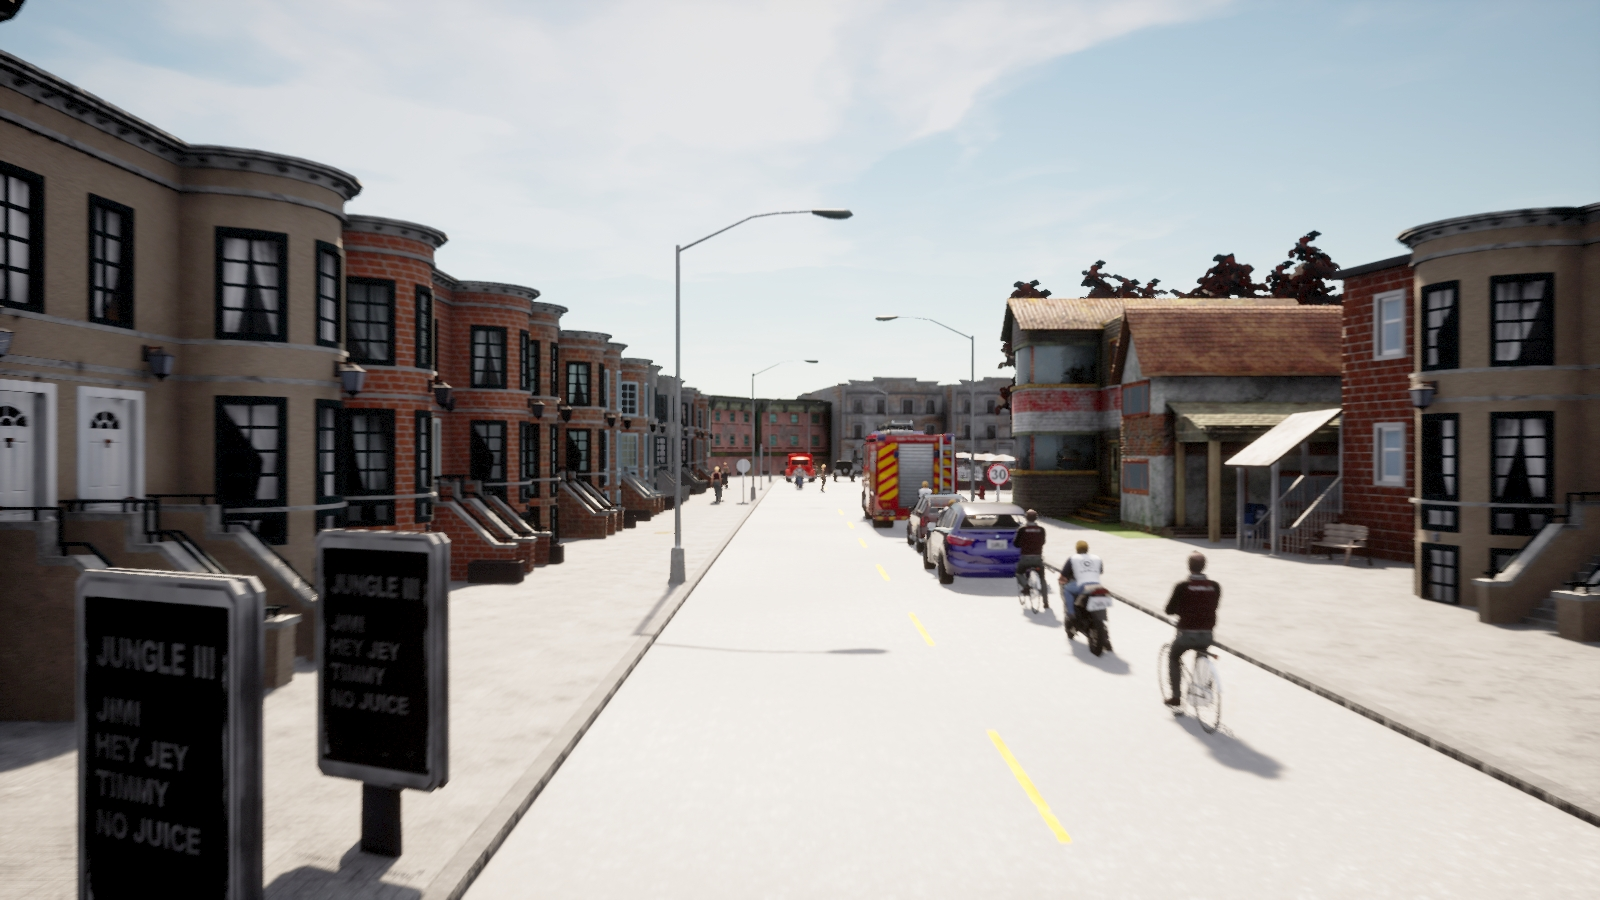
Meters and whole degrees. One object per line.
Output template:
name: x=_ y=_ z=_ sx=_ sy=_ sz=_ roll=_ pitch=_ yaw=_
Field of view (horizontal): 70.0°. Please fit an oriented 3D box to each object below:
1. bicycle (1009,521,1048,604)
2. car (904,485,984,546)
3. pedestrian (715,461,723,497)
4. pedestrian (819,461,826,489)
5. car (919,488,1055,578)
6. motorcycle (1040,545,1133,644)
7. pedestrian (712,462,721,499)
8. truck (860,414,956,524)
bicycle: x=3.991 y=1.940 z=20.035 sx=0.329 sy=1.271 sz=1.835 roll=0 pitch=0 yaw=0
car: x=4.003 y=1.800 z=32.298 sx=1.789 sy=1.549 sz=3.705 roll=0 pitch=0 yaw=0
pedestrian: x=-4.264 y=1.524 z=60.234 sx=0.375 sy=1.860 sz=0.375 roll=0 pitch=0 yaw=4
pedestrian: x=1.469 y=1.628 z=75.473 sx=0.375 sy=1.860 sz=0.375 roll=0 pitch=0 yaw=-13
car: x=3.998 y=1.747 z=25.287 sx=2.242 sy=1.667 sz=4.611 roll=0 pitch=0 yaw=0
motorcycle: x=3.998 y=1.993 z=16.123 sx=0.803 sy=1.145 sz=2.033 roll=0 pitch=0 yaw=0
pedestrian: x=-4.202 y=1.523 z=57.467 sx=0.375 sy=1.860 sz=0.375 roll=0 pitch=0 yaw=6
truck: x=3.991 y=0.671 z=43.957 sx=2.891 sy=3.827 sz=8.468 roll=0 pitch=0 yaw=0
